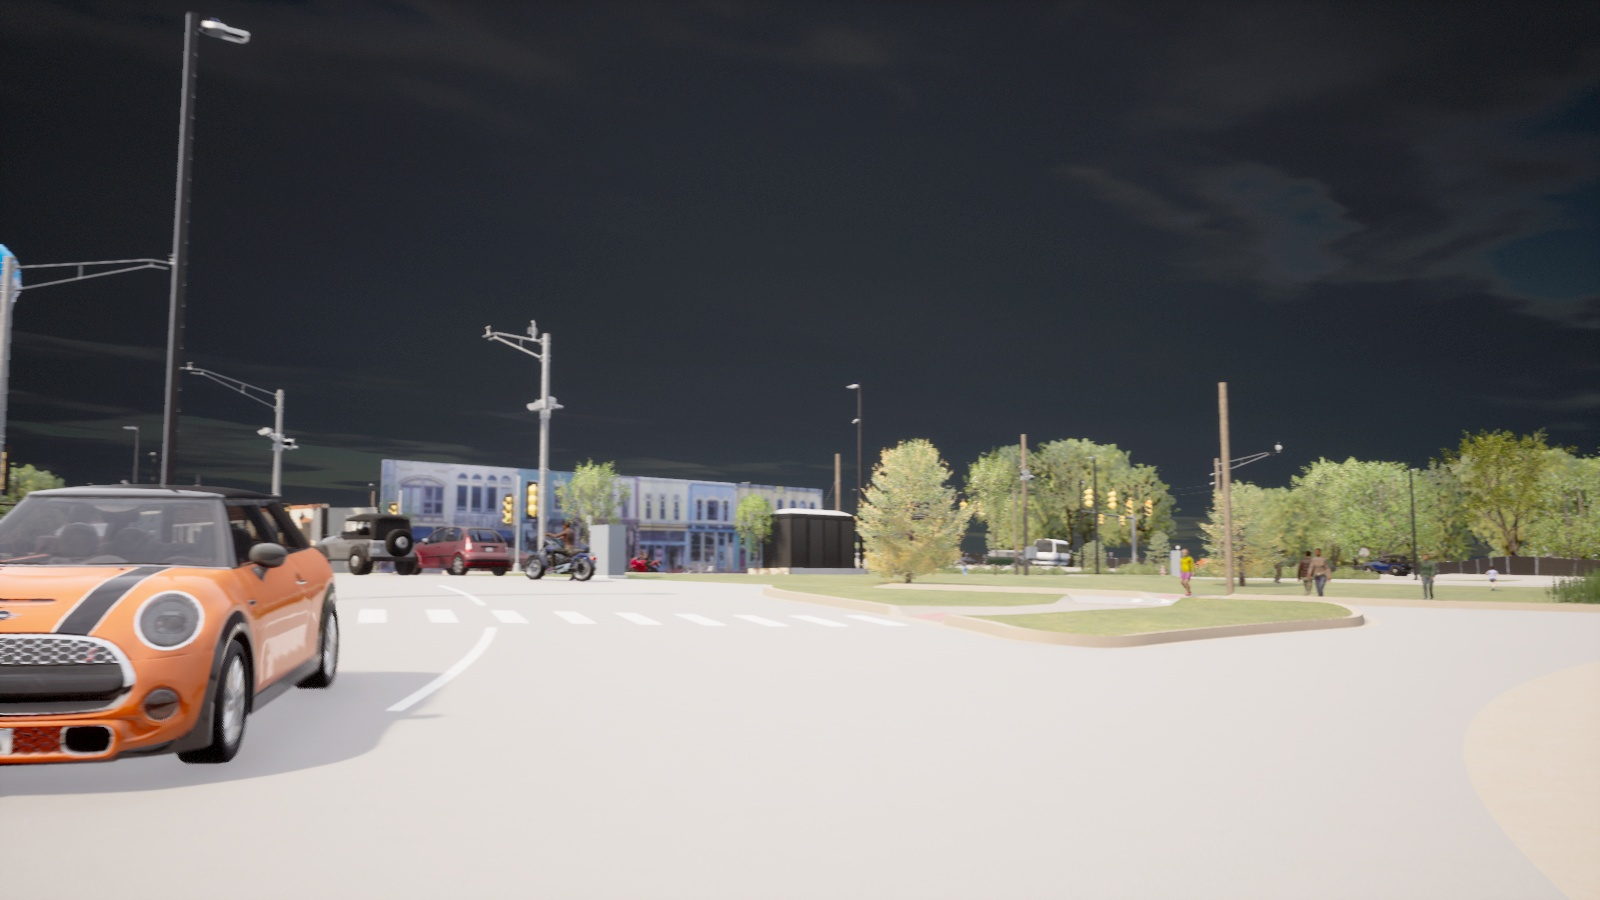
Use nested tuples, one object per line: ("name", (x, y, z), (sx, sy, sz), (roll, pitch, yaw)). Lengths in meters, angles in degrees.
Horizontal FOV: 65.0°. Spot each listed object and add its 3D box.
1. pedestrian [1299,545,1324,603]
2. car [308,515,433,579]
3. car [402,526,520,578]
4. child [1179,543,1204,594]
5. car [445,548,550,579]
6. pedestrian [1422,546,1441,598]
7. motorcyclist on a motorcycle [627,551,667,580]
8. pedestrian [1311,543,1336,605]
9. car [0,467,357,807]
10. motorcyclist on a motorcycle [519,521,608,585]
("pedestrian", (16.328, 3.961, 40.082), (0.431, 1.840, 0.703), (-6, -8, 40))
("car", (-13.406, 3.058, 39.134), (3.866, 1.878, 1.905), (-5, -7, 40))
("car", (-11.185, 3.378, 41.382), (3.988, 1.617, 1.851), (-5, -7, 42))
("child", (9.035, 2.736, 29.000), (0.473, 1.160, 0.299), (5, -8, -41))
("car", (-14.747, 5.598, 61.421), (4.674, 1.442, 1.812), (6, -9, -43))
("pedestrian", (22.515, 4.356, 44.771), (0.353, 1.847, 0.614), (-6, -8, 43))
("motorcyclist on a motorcycle", (-8.204, 6.205, 67.546), (2.044, 1.523, 0.797), (6, -9, -43))
("pedestrian", (15.298, 3.620, 36.680), (0.328, 1.805, 0.869), (-6, -8, 39))
("car", (-4.613, 1.069, 8.800), (2.097, 1.767, 4.553), (1, -3, -10))
("motorcyclist on a motorcycle", (-6.316, 2.746, 33.528), (2.350, 1.649, 0.766), (-2, -6, 28))
